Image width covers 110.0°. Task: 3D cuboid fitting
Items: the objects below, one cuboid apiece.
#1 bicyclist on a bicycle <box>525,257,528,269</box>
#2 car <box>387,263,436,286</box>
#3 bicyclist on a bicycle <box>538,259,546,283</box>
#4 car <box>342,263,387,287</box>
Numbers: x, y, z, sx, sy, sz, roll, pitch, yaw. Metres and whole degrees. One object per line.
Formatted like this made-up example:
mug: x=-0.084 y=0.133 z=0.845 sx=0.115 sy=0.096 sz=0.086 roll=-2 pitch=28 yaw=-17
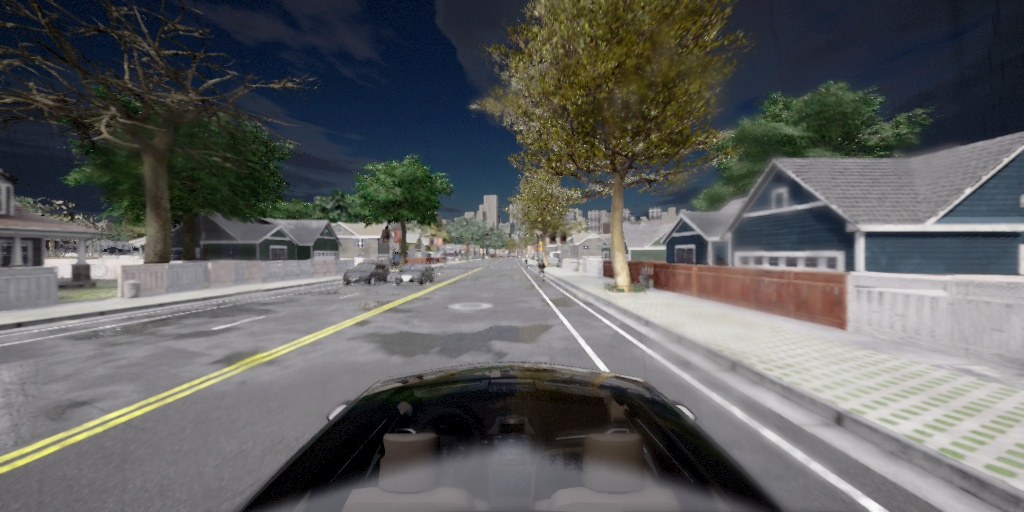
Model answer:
bicyclist on a bicycle: x=2.194 y=1.087 z=54.588 sx=0.659 sy=1.776 sz=1.843 roll=0 pitch=0 yaw=0
car: x=-6.606 y=1.228 z=24.871 sx=2.128 sy=1.511 sz=4.902 roll=0 pitch=0 yaw=0
bicyclist on a bicycle: x=2.197 y=1.106 z=26.583 sx=0.659 sy=1.776 sz=1.843 roll=0 pitch=0 yaw=0
car: x=-9.856 y=1.242 z=24.662 sx=1.837 sy=1.490 sz=4.892 roll=0 pitch=0 yaw=0
